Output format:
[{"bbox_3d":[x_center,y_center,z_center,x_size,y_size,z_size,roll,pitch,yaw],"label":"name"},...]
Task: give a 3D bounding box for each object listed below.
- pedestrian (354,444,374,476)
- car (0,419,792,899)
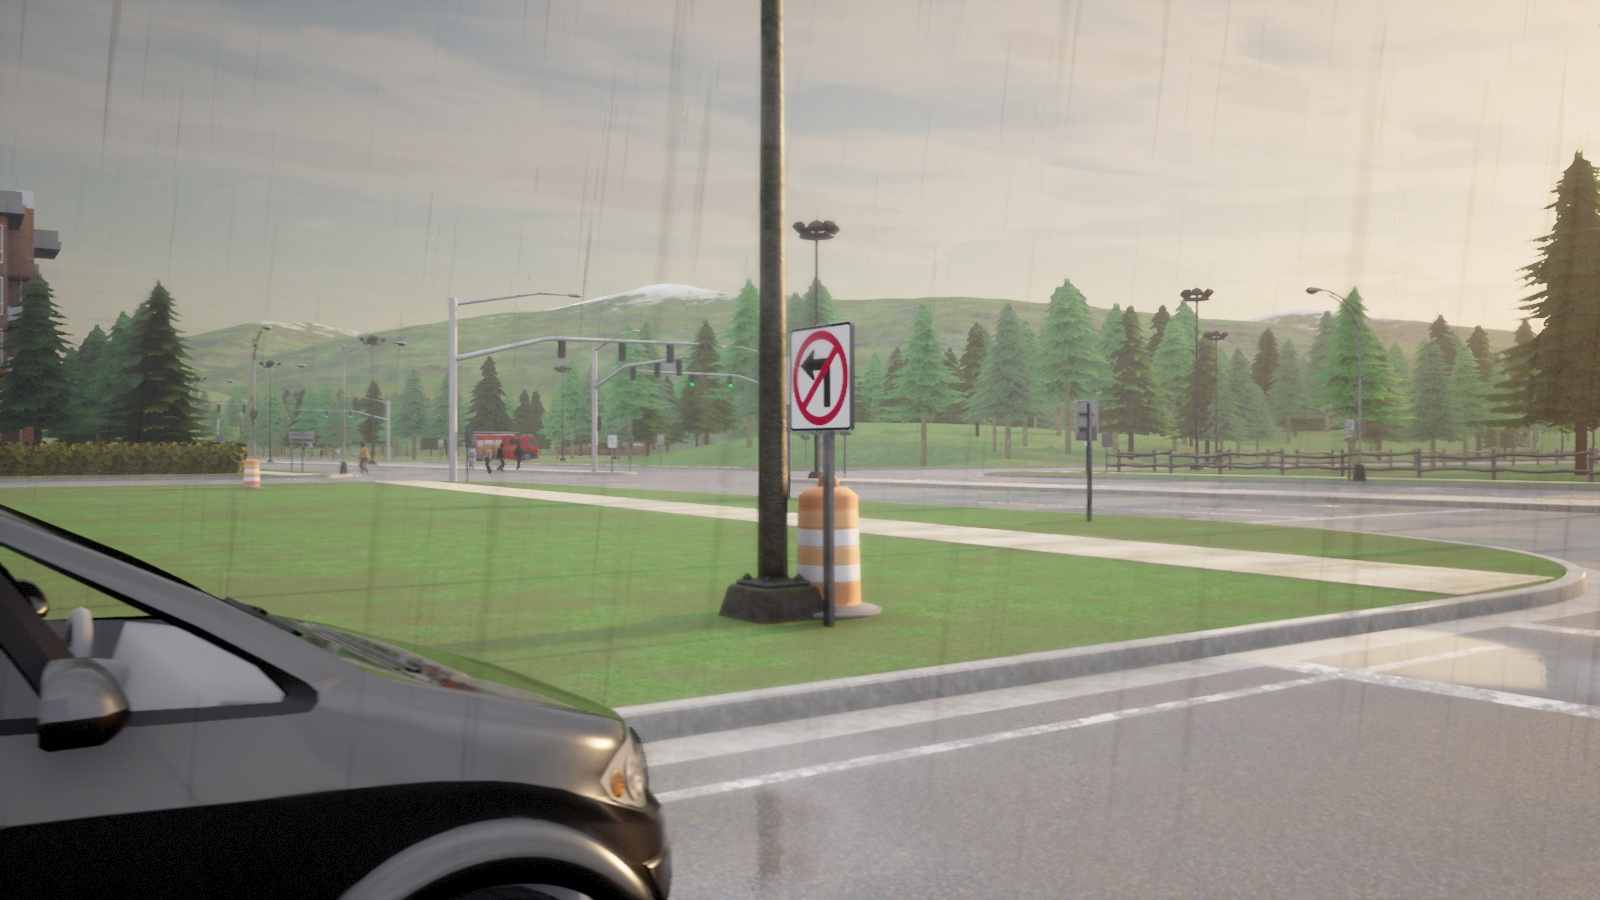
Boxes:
[{"bbox_3d":[-25.573,0.592,73.624,0.900,1.855,0.874,0,0,-32],"label":"pedestrian"},{"bbox_3d":[-2.049,0.736,2.232,3.705,1.549,1.789,0,0,-35],"label":"car"}]
